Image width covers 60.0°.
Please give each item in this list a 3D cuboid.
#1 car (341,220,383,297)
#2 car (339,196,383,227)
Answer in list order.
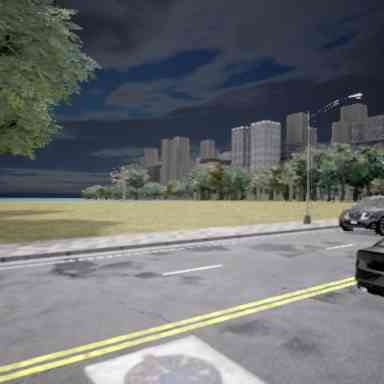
[{"bbox_3d":[5.676,1.478,7.401,5.008,1.535,1.882,0,0,-34],"label":"car"},{"bbox_3d":[10.715,1.229,18.841,5.566,2.045,2.150,0,0,-34],"label":"car"}]
